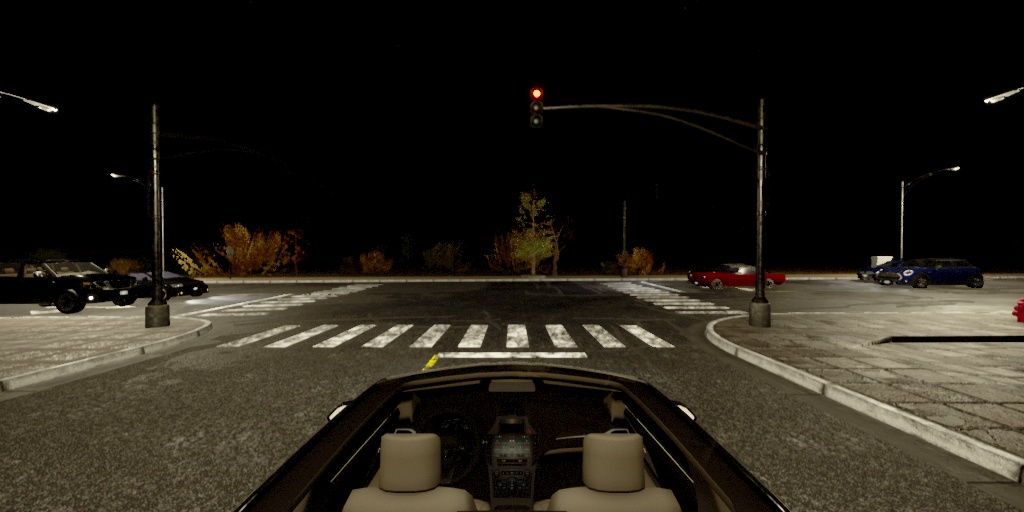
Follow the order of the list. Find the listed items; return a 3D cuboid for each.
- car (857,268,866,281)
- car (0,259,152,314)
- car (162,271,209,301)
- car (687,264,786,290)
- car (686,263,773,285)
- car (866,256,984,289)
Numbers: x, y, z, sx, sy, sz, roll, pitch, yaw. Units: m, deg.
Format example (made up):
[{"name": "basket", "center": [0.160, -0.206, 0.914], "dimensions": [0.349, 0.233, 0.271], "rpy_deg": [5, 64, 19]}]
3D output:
[{"name": "car", "center": [25.938, 1.034, 23.966], "dimensions": [4.674, 1.442, 1.812], "rpy_deg": [0, 1, 0]}, {"name": "car", "center": [-18.277, 1.137, 14.352], "dimensions": [5.566, 2.045, 2.150], "rpy_deg": [0, 1, 0]}, {"name": "car", "center": [-17.522, 1.433, 17.601], "dimensions": [4.181, 1.385, 1.994], "rpy_deg": [0, 1, 0]}, {"name": "car", "center": [12.869, 1.231, 20.779], "dimensions": [4.718, 1.301, 1.895], "rpy_deg": [0, 1, -1]}, {"name": "car", "center": [14.467, 1.178, 24.057], "dimensions": [4.718, 1.301, 1.895], "rpy_deg": [0, 1, 0]}, {"name": "car", "center": [23.951, 0.914, 20.730], "dimensions": [4.553, 1.767, 2.097], "rpy_deg": [0, 1, 1]}]
